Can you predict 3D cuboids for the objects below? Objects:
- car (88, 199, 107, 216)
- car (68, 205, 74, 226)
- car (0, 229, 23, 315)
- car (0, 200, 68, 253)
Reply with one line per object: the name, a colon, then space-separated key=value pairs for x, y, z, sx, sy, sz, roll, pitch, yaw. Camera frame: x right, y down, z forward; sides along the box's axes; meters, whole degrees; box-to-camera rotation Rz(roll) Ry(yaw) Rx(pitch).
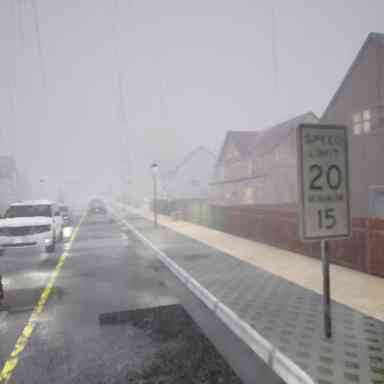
car: x=-10.254 y=1.846 z=36.072 sx=1.994 sy=1.385 sz=4.181 roll=-2 pitch=0 yaw=-16
car: x=-10.258 y=1.791 z=25.846 sx=1.837 sy=1.490 sz=4.892 roll=-2 pitch=0 yaw=-16
car: x=-3.940 y=1.602 z=4.325 sx=2.128 sy=1.511 sz=4.902 roll=-2 pitch=0 yaw=-16
car: x=-6.961 y=1.418 z=14.570 sx=2.150 sy=2.045 sz=5.566 roll=-2 pitch=0 yaw=-16
